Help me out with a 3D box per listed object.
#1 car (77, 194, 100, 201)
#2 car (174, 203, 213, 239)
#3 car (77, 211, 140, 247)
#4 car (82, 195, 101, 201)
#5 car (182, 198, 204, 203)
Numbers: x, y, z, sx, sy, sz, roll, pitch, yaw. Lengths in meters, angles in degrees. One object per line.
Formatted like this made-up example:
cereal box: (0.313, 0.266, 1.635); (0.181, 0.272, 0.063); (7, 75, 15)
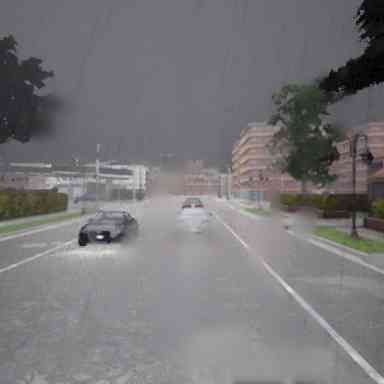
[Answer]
car: (-23.291, 1.236, 73.730); (4.611, 1.667, 2.242); (0, 0, 1)
car: (0.109, 1.513, 17.167); (1.812, 1.442, 4.674); (0, 0, 1)
car: (-3.587, 1.552, 14.918); (1.994, 1.385, 4.181); (0, 0, 0)
car: (-24.006, 1.392, 79.481); (3.806, 1.475, 1.970); (0, 0, 1)
car: (0.111, 1.330, 32.960); (2.097, 1.767, 4.553); (0, 0, 0)
